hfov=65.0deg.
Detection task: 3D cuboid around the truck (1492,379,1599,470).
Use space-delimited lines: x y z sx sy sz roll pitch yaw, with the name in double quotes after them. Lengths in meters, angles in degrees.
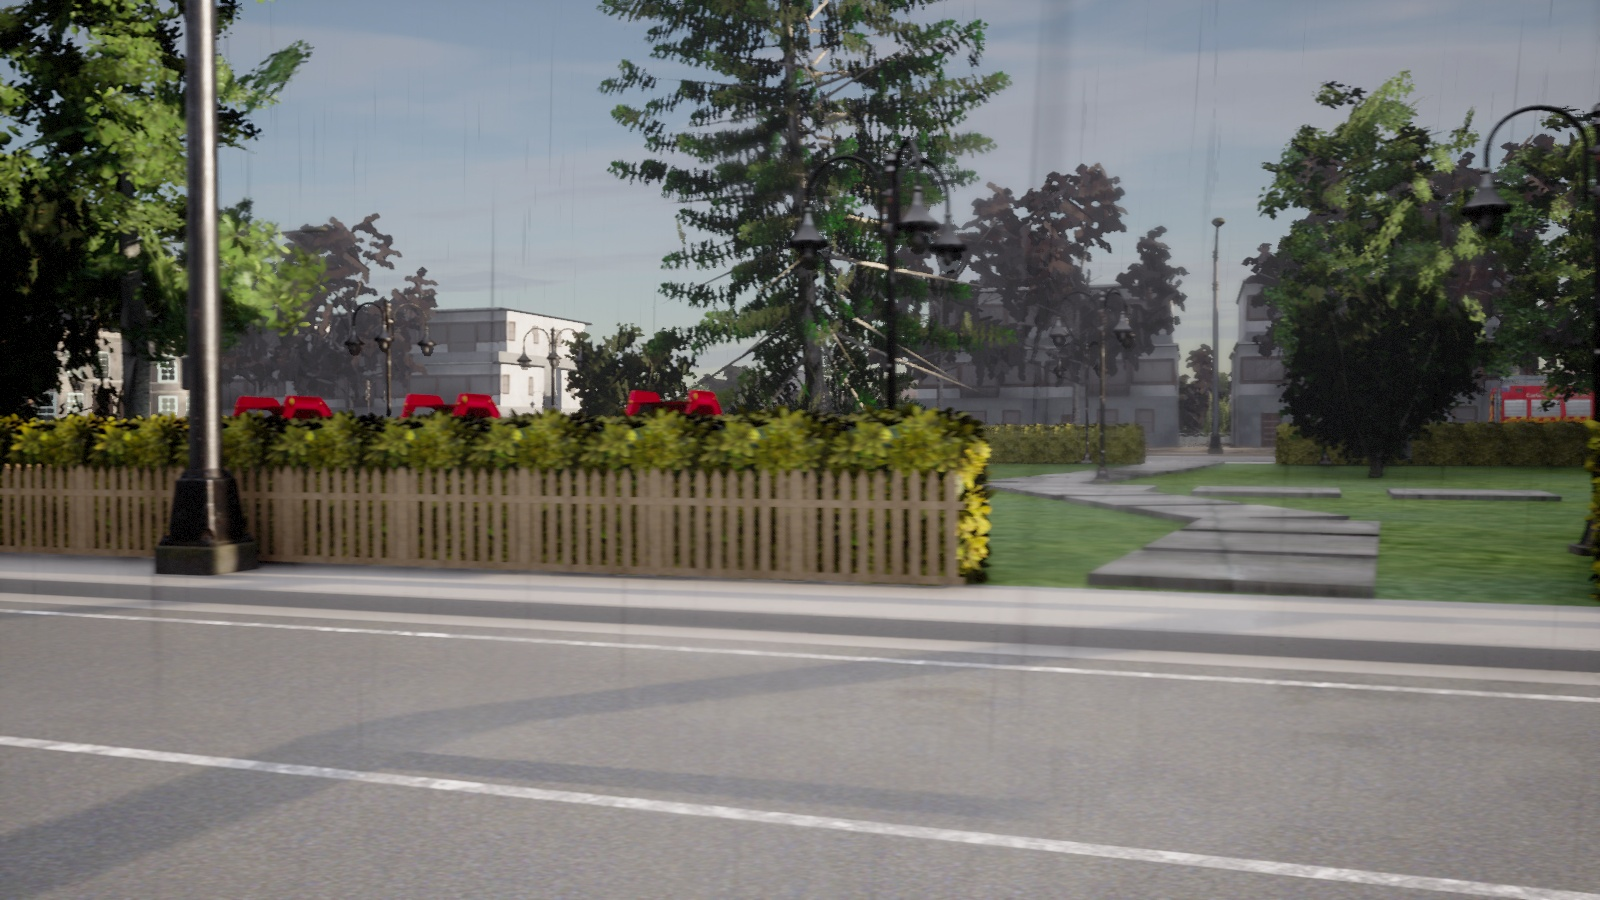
34.859 -1.083 54.058 8.468 3.827 2.891 0 1 19 "truck"
